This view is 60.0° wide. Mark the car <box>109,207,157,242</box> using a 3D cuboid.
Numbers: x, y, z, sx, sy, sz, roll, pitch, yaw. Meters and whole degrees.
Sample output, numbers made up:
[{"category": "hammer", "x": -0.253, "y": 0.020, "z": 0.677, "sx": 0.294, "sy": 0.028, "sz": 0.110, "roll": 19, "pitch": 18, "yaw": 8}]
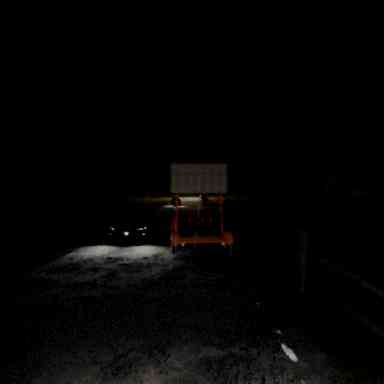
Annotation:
[{"category": "car", "x": -2.855, "y": 1.571, "z": 16.891, "sx": 1.837, "sy": 1.490, "sz": 4.892, "roll": 0, "pitch": 0, "yaw": 0}]

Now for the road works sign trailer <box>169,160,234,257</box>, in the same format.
[{"category": "road works sign trailer", "x": 0.270, "y": 0.518, "z": 13.369, "sx": 2.380, "sy": 3.560, "sz": 2.880, "roll": 0, "pitch": 0, "yaw": -6}]

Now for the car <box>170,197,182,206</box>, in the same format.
[{"category": "car", "x": -2.814, "y": 1.653, "z": 59.144, "sx": 1.812, "sy": 1.442, "sz": 4.674, "roll": 0, "pitch": 0, "yaw": 1}]
